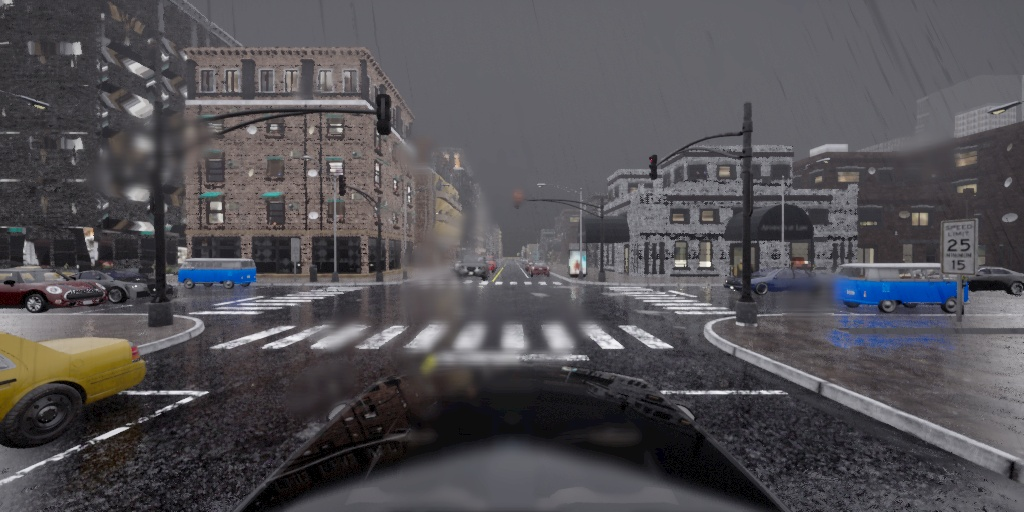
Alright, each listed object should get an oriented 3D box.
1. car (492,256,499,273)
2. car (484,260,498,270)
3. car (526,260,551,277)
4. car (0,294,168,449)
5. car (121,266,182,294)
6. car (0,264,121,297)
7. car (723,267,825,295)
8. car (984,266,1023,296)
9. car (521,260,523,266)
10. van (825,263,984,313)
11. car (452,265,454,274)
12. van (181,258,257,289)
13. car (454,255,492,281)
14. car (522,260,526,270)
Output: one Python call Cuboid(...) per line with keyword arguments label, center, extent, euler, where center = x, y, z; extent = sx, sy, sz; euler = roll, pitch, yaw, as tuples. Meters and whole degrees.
Cuboid(label="car", center=(-3.126, 0.987, 43.460), extent=(2.150, 2.045, 5.566), euler=(0, 0, 0))
Cuboid(label="car", center=(-3.122, 1.298, 54.933), extent=(1.812, 1.442, 4.674), euler=(0, 0, 0))
Cuboid(label="car", center=(2.668, 1.195, 35.241), extent=(1.967, 1.591, 4.097), euler=(0, 0, 0))
Cuboid(label="car", center=(-5.692, 1.275, 2.598), extent=(1.751, 1.417, 4.829), euler=(0, 0, 0))
Cuboid(label="car", center=(-17.743, 1.296, 15.869), extent=(4.181, 1.385, 1.994), euler=(0, 0, -1))
Cuboid(label="car", center=(-17.730, 1.190, 13.286), extent=(4.097, 1.591, 1.967), euler=(0, 0, 0))
Cuboid(label="car", center=(14.498, 1.320, 19.334), extent=(5.357, 1.411, 2.033), euler=(0, 0, -1))
Cuboid(label="car", center=(24.737, 1.292, 19.415), extent=(4.902, 1.511, 2.128), euler=(0, 0, -1))
Cuboid(label="car", center=(2.656, 1.321, 52.331), extent=(2.007, 1.370, 4.403), euler=(0, 0, 0))
Cuboid(label="van", center=(14.648, 1.156, 13.548), extent=(3.998, 1.789, 1.690), euler=(0, 0, 0))
Cuboid(label="car", center=(-5.717, 1.310, 40.920), extent=(2.007, 1.370, 4.403), euler=(0, 0, 0))
Cuboid(label="van", center=(-17.778, 1.030, 21.666), extent=(3.998, 1.789, 1.690), euler=(0, 0, 0))
Cuboid(label="car", center=(-3.116, 0.974, 29.965), extent=(2.150, 2.045, 5.566), euler=(0, 0, 0))
Cuboid(label="car", center=(2.660, 1.347, 46.634), extent=(1.802, 1.307, 4.207), euler=(0, 0, 0))
